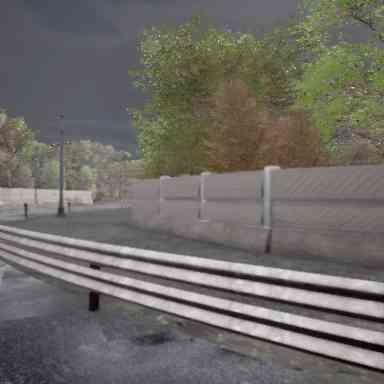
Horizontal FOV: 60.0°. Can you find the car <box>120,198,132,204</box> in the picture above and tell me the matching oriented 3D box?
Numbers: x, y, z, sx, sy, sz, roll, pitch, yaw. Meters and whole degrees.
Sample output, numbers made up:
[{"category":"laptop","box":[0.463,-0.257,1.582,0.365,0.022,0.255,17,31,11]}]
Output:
[{"category":"car","box":[-14.581,2.070,74.599,1.895,1.301,4.718,0,-1,7]}]
